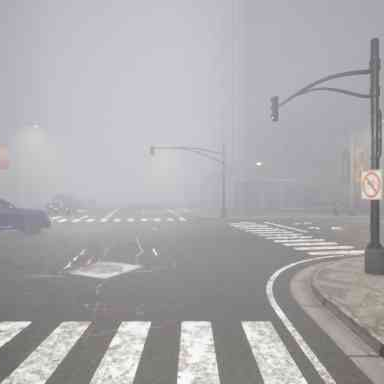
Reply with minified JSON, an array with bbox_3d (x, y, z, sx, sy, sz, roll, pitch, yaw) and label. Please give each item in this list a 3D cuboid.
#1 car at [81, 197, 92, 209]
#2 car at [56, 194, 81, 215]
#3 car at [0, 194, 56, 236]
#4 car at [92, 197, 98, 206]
[{"bbox_3d":[-14.922,1.589,44.026,1.994,1.385,4.181,0,0,-10],"label":"car"},{"bbox_3d":[-13.313,1.238,34.167,2.150,2.045,5.566,0,0,-10],"label":"car"},{"bbox_3d":[-10.207,1.224,16.757,5.566,2.045,2.150,0,1,-37],"label":"car"},{"bbox_3d":[-16.529,1.514,54.058,1.882,1.535,5.008,0,0,-9],"label":"car"}]
